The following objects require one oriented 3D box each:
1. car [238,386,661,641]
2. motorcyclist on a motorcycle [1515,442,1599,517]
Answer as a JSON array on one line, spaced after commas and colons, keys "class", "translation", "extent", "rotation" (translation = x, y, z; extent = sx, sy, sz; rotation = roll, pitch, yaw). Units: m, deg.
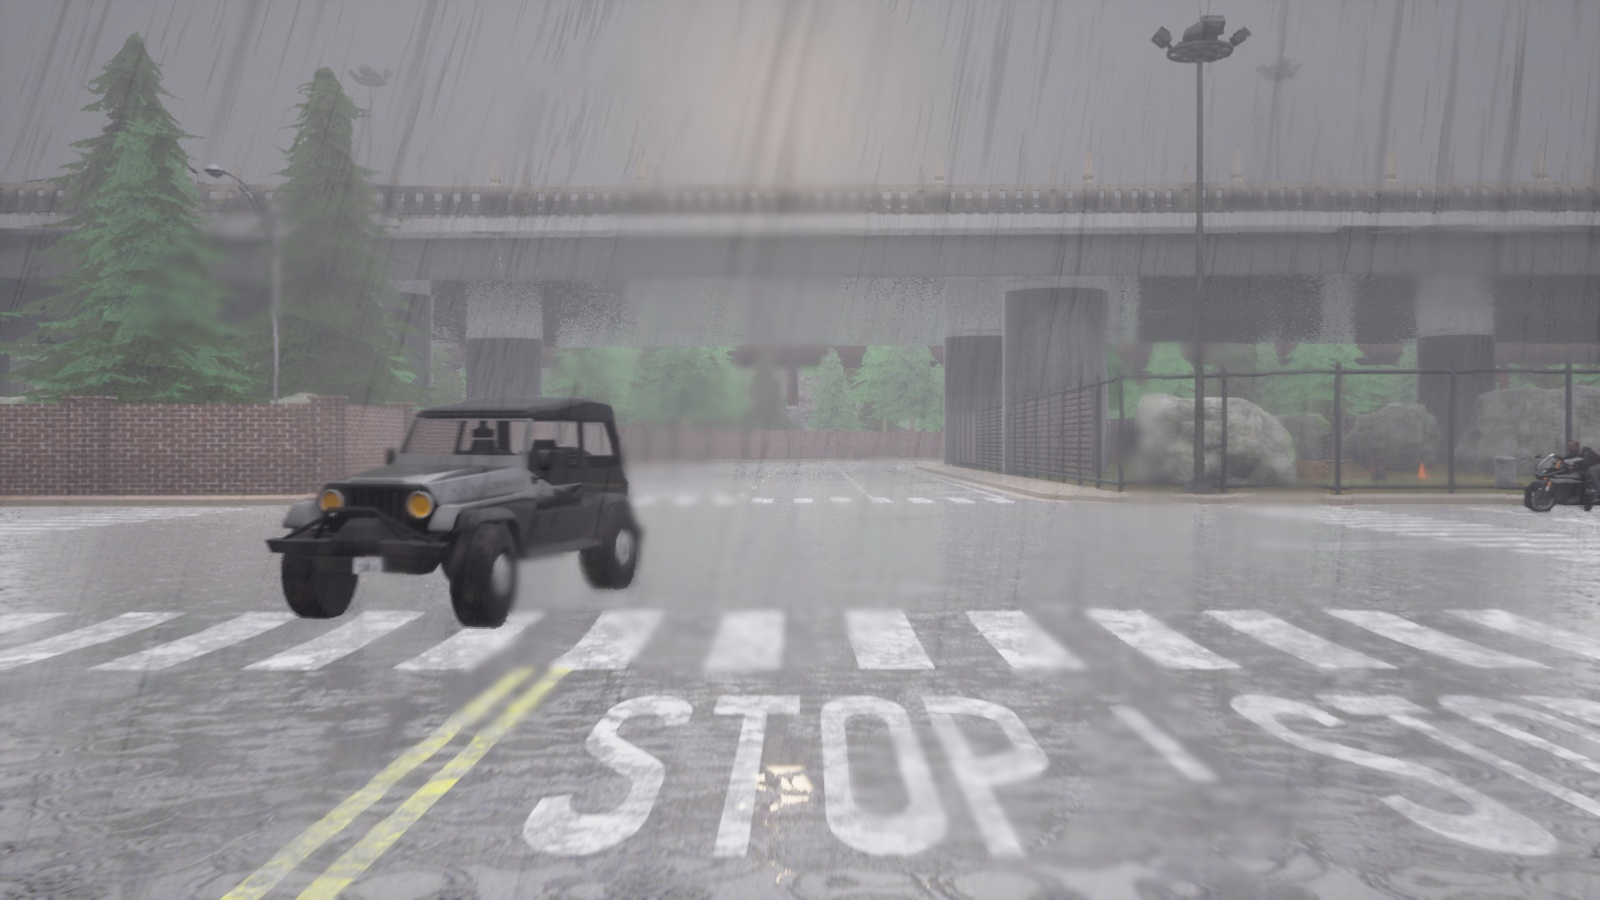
[{"class": "car", "translation": [-2.908, 0.435, 11.373], "extent": [1.905, 1.878, 3.866], "rotation": [0, 1, 17]}, {"class": "motorcyclist on a motorcycle", "translation": [16.057, 0.593, 25.835], "extent": [2.191, 1.530, 0.866], "rotation": [0, 0, 0]}]
